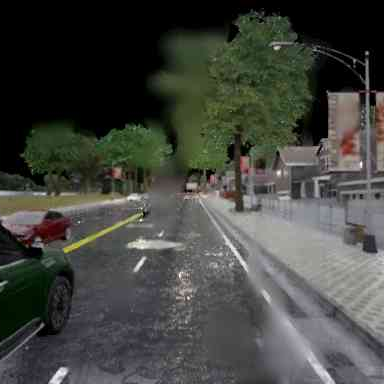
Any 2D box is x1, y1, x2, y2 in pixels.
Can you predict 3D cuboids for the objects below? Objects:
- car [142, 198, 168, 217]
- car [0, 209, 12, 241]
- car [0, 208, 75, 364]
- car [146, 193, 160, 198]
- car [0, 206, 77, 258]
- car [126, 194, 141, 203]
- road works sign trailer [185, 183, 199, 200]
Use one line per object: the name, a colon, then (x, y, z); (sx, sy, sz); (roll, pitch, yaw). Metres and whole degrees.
car: (-3.149, 1.489, 29.459); (1.895, 1.301, 4.718); (0, 1, 0)
car: (-9.850, 1.548, 13.681); (2.033, 1.411, 5.357); (0, 0, 0)
car: (-3.149, 1.230, 3.555); (2.150, 2.045, 5.566); (0, 0, 0)
car: (-6.555, 0.900, 55.975); (2.097, 1.767, 4.553); (0, 1, 0)
car: (-6.598, 1.477, 13.829); (1.882, 1.535, 5.008); (0, 0, 0)
car: (-9.806, 1.075, 55.887); (1.812, 1.442, 4.674); (0, 1, 0)
road works sign trailer: (-0.004, -0.171, 68.853); (2.380, 3.560, 2.880); (0, 1, 1)
